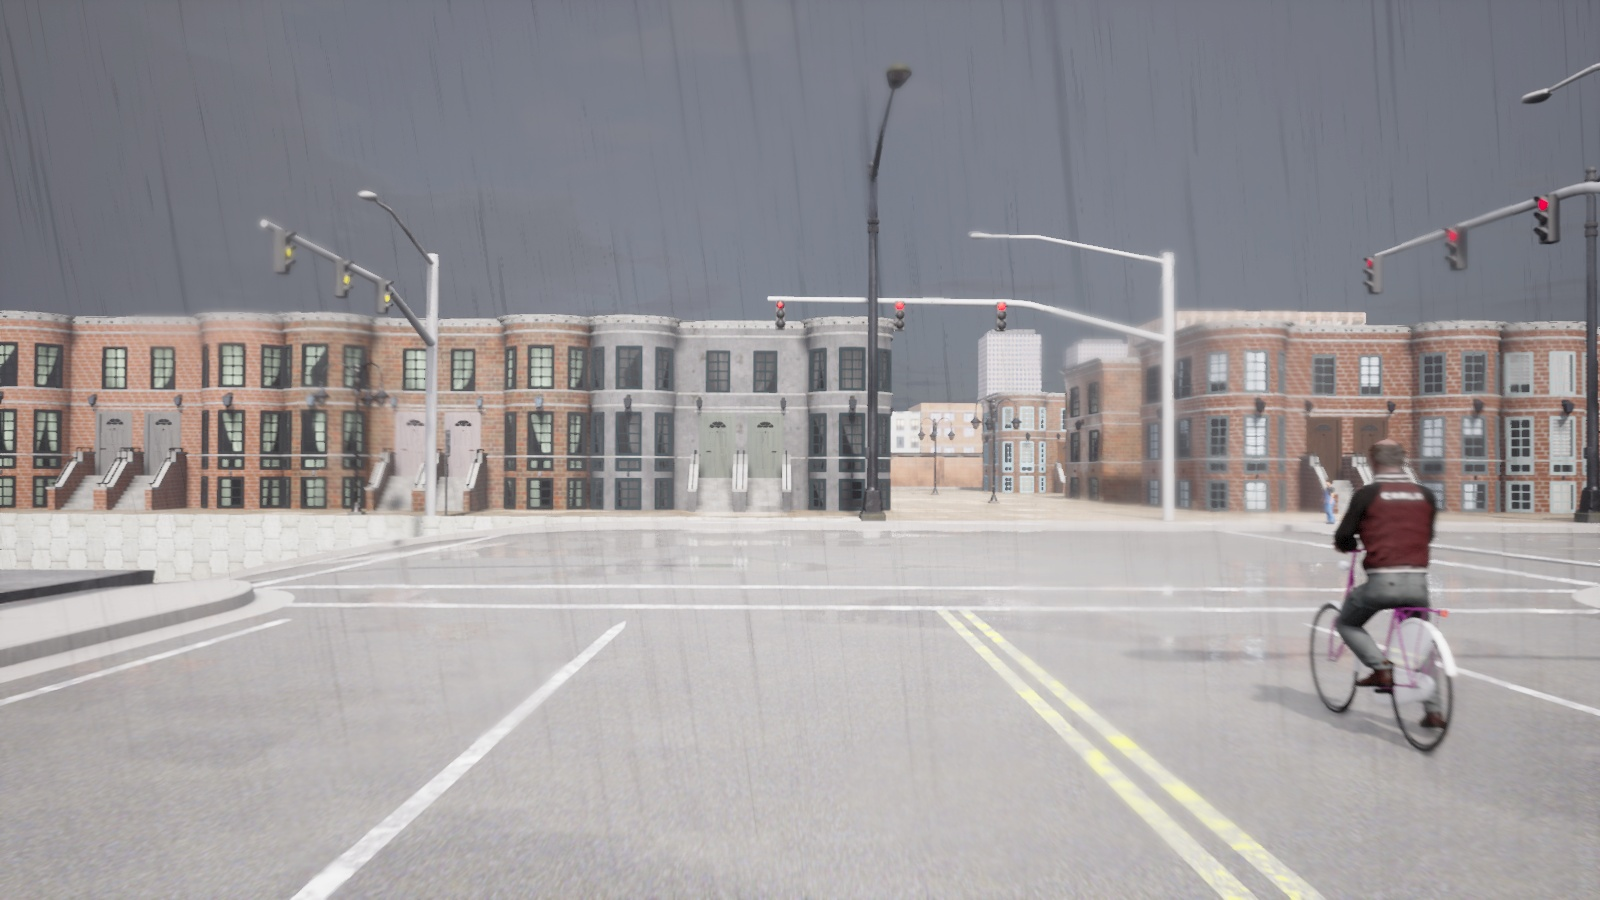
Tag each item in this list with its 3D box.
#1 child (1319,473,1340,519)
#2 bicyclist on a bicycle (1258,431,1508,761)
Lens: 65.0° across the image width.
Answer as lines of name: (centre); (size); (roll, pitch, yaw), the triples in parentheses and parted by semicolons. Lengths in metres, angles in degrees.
child: (14.766, 1.275, 35.020); (0.437, 1.263, 0.270); (0, -1, -1)
bicyclist on a bicycle: (3.481, 0.800, 7.703); (0.659, 1.776, 1.843); (0, -1, 0)
